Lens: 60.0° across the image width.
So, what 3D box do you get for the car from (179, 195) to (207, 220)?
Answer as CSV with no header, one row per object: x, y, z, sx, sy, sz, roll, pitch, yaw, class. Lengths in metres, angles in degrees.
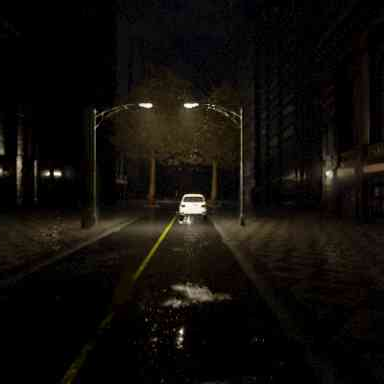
0.111,1.245,28.237,2.150,2.045,5.566,0,0,0,car

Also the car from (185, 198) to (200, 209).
0.118,1.606,46.004,1.994,1.385,4.181,0,0,0,car
